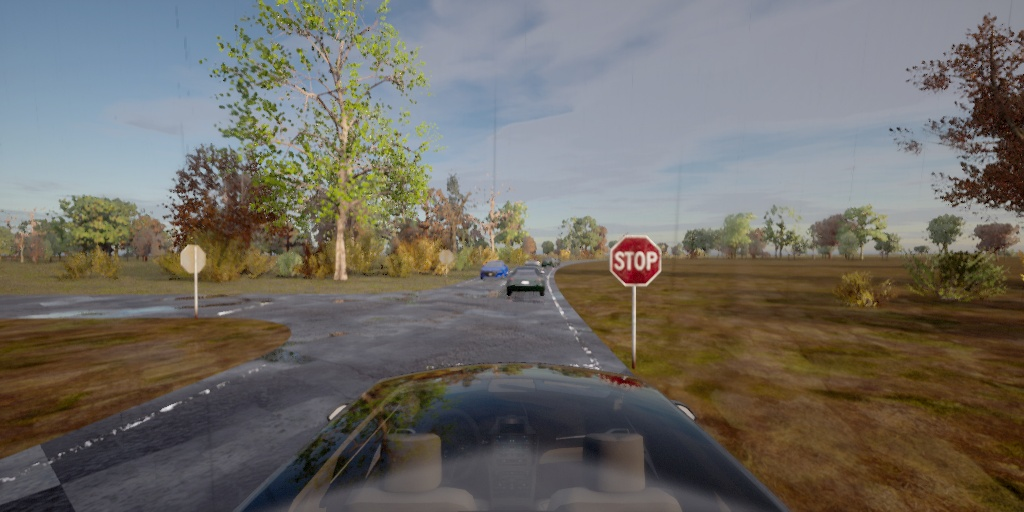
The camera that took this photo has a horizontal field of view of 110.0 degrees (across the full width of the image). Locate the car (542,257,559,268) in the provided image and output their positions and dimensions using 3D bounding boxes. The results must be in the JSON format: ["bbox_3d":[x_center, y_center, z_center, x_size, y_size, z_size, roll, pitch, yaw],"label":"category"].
[{"bbox_3d":[6.108,0.993,58.721,2.097,1.767,4.553,0,0,12],"label":"car"}]

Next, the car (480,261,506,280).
[{"bbox_3d":[-1.444,1.175,30.769,1.882,1.535,5.008,0,0,6],"label":"car"}]

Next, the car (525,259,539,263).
[{"bbox_3d":[3.448,1.236,61.105,1.895,1.301,4.718,0,0,12],"label":"car"}]

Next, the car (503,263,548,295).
[{"bbox_3d":[0.801,1.283,19.690,1.994,1.385,4.181,0,0,4],"label":"car"}]
